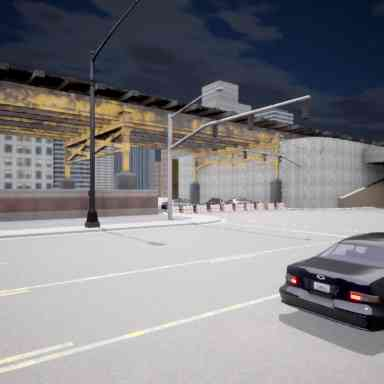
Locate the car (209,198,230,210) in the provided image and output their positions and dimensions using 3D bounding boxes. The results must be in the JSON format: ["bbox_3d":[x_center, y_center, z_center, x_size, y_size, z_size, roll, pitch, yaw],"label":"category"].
[{"bbox_3d":[2.834,1.453,40.508,2.038,1.542,4.974,0,0,18],"label":"car"}]

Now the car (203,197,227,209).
[{"bbox_3d":[2.850,1.295,40.558,1.853,1.218,4.536,0,0,18],"label":"car"}]

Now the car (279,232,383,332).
[{"bbox_3d":[4.098,1.547,6.701,5.357,1.411,2.033,0,0,-35],"label":"car"}]

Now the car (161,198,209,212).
[{"bbox_3d":[-0.911,1.453,37.823,4.974,1.542,2.038,0,0,8],"label":"car"}]

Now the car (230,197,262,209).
[{"bbox_3d":[6.693,1.295,44.262,4.536,1.218,1.853,0,0,-7],"label":"car"}]

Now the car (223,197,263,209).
[{"bbox_3d":[6.744,1.452,44.268,4.974,1.542,2.038,0,0,-7],"label":"car"}]

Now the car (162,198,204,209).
[{"bbox_3d":[-0.962,1.295,37.830,4.536,1.218,1.853,0,0,8],"label":"car"}]
